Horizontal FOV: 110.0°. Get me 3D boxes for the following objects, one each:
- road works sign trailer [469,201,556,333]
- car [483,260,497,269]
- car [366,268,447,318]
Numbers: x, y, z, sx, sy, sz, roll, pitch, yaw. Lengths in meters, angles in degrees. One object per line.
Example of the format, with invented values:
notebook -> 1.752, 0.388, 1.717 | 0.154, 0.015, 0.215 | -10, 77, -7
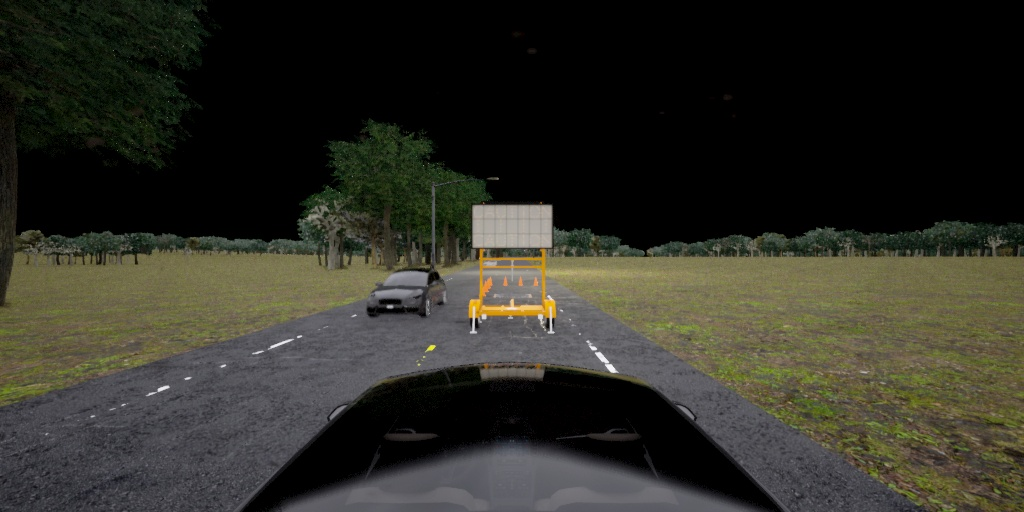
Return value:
road works sign trailer -> 0.012, 0.199, 10.614 | 2.380, 3.560, 2.880 | 0, 0, 0
car -> -3.287, 1.173, 53.647 | 1.895, 1.301, 4.718 | 0, 0, 1
car -> -3.576, 1.234, 12.955 | 1.837, 1.490, 4.892 | 0, 0, 0
